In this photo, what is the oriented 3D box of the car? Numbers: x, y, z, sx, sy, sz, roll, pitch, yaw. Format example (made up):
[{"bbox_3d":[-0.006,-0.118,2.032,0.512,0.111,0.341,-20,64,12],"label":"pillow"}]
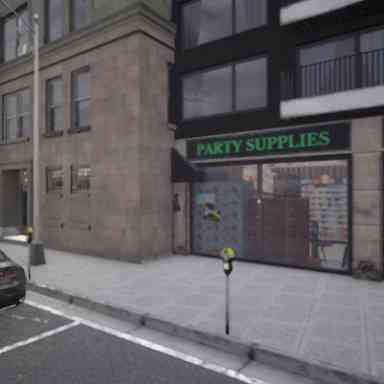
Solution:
[{"bbox_3d":[-5.017,1.585,6.626,4.403,1.369,2.008,0,0,35],"label":"car"}]
